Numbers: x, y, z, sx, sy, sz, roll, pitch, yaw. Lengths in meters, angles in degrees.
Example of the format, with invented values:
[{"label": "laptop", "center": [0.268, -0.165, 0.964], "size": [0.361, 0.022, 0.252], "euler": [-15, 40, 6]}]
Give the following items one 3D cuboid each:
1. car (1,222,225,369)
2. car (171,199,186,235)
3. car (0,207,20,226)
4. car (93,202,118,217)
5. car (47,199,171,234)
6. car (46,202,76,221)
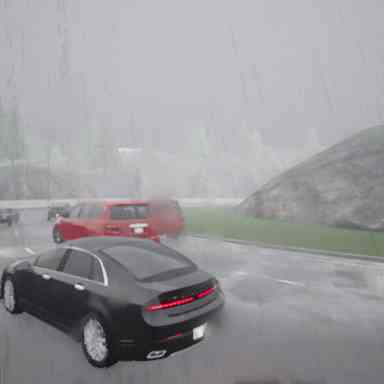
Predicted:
[{"label": "car", "center": [-1.696, 1.553, 5.899], "size": [4.892, 1.490, 1.837], "euler": [0, 0, 42]}, {"label": "car", "center": [-2.522, 1.366, 17.131], "size": [2.150, 2.045, 5.566], "euler": [0, 0, -36]}, {"label": "car", "center": [-13.880, 1.757, 24.281], "size": [1.895, 1.301, 4.718], "euler": [0, -1, -20]}, {"label": "car", "center": [-9.146, 1.844, 35.649], "size": [1.994, 1.385, 4.181], "euler": [0, -1, -6]}, {"label": "car", "center": [-3.407, 1.322, 12.590], "size": [2.150, 2.045, 5.566], "euler": [0, 0, -40]}, {"label": "car", "center": [-11.884, 1.725, 30.393], "size": [1.837, 1.490, 4.892], "euler": [0, 0, -13]}]
